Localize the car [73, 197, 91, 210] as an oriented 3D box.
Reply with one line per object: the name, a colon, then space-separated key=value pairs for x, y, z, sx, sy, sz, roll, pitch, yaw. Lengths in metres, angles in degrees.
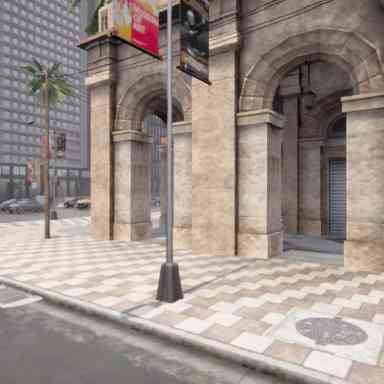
car: x=-12.345 y=1.601 z=42.589 sx=1.895 sy=1.301 sz=4.718 roll=0 pitch=0 yaw=35

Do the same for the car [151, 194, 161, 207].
car: x=-5.163 y=1.505 z=52.608 sx=1.837 sy=1.490 sz=4.892 roll=0 pitch=0 yaw=36

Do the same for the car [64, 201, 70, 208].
car: x=-16.256 y=1.513 z=48.449 sx=2.161 sy=1.482 sz=4.786 roll=0 pitch=0 yaw=35

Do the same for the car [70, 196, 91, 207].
car: x=-13.977 y=1.352 z=46.317 sx=2.097 sy=1.767 sz=4.553 roll=0 pitch=0 yaw=35

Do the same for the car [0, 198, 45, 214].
car: x=-17.474 y=1.564 z=35.411 sx=1.994 sy=1.385 sz=4.181 roll=0 pitch=0 yaw=36
